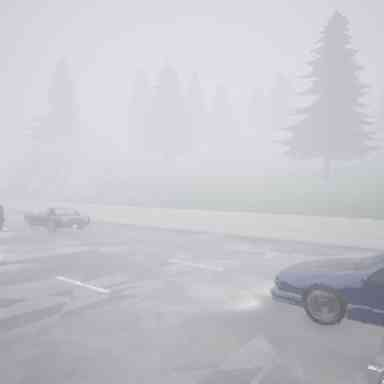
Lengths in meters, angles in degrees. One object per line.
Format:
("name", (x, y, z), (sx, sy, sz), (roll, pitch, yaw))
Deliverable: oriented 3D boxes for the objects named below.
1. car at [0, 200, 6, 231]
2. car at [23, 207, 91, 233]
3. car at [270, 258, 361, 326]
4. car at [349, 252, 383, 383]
("car", (-12.396, 1.116, 18.613), (5.566, 2.045, 2.150), (1, 0, 42))
("car", (-7.987, 1.537, 19.400), (4.718, 1.301, 1.895), (1, 0, 41))
("car", (4.086, 1.593, 5.395), (5.357, 1.411, 2.033), (1, 0, 36))
("car", (3.435, 1.389, 1.583), (4.553, 1.767, 2.097), (0, 0, 35))
